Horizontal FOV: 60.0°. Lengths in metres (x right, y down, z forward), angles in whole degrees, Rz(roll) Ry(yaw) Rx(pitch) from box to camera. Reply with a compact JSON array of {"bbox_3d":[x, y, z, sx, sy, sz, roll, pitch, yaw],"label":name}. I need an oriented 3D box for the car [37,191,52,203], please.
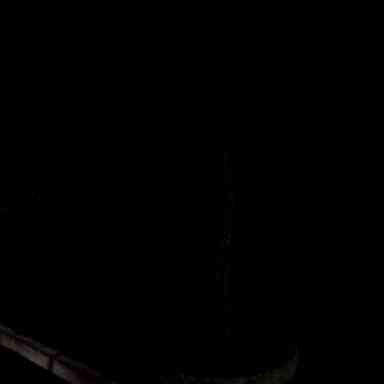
[{"bbox_3d":[-18.380,0.911,43.429,2.150,2.045,5.566,1,2,32],"label":"car"}]
